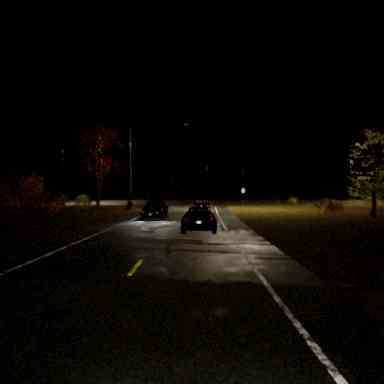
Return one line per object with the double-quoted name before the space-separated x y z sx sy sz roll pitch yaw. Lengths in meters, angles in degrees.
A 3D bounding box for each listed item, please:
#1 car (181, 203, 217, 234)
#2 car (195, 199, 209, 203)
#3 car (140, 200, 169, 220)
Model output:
"car" 0.411 1.538 19.284 1.994 1.385 4.181 0 0 2
"car" 1.106 1.479 36.887 2.033 1.411 5.357 0 0 3
"car" -3.021 1.457 27.365 1.837 1.490 4.892 0 0 2
